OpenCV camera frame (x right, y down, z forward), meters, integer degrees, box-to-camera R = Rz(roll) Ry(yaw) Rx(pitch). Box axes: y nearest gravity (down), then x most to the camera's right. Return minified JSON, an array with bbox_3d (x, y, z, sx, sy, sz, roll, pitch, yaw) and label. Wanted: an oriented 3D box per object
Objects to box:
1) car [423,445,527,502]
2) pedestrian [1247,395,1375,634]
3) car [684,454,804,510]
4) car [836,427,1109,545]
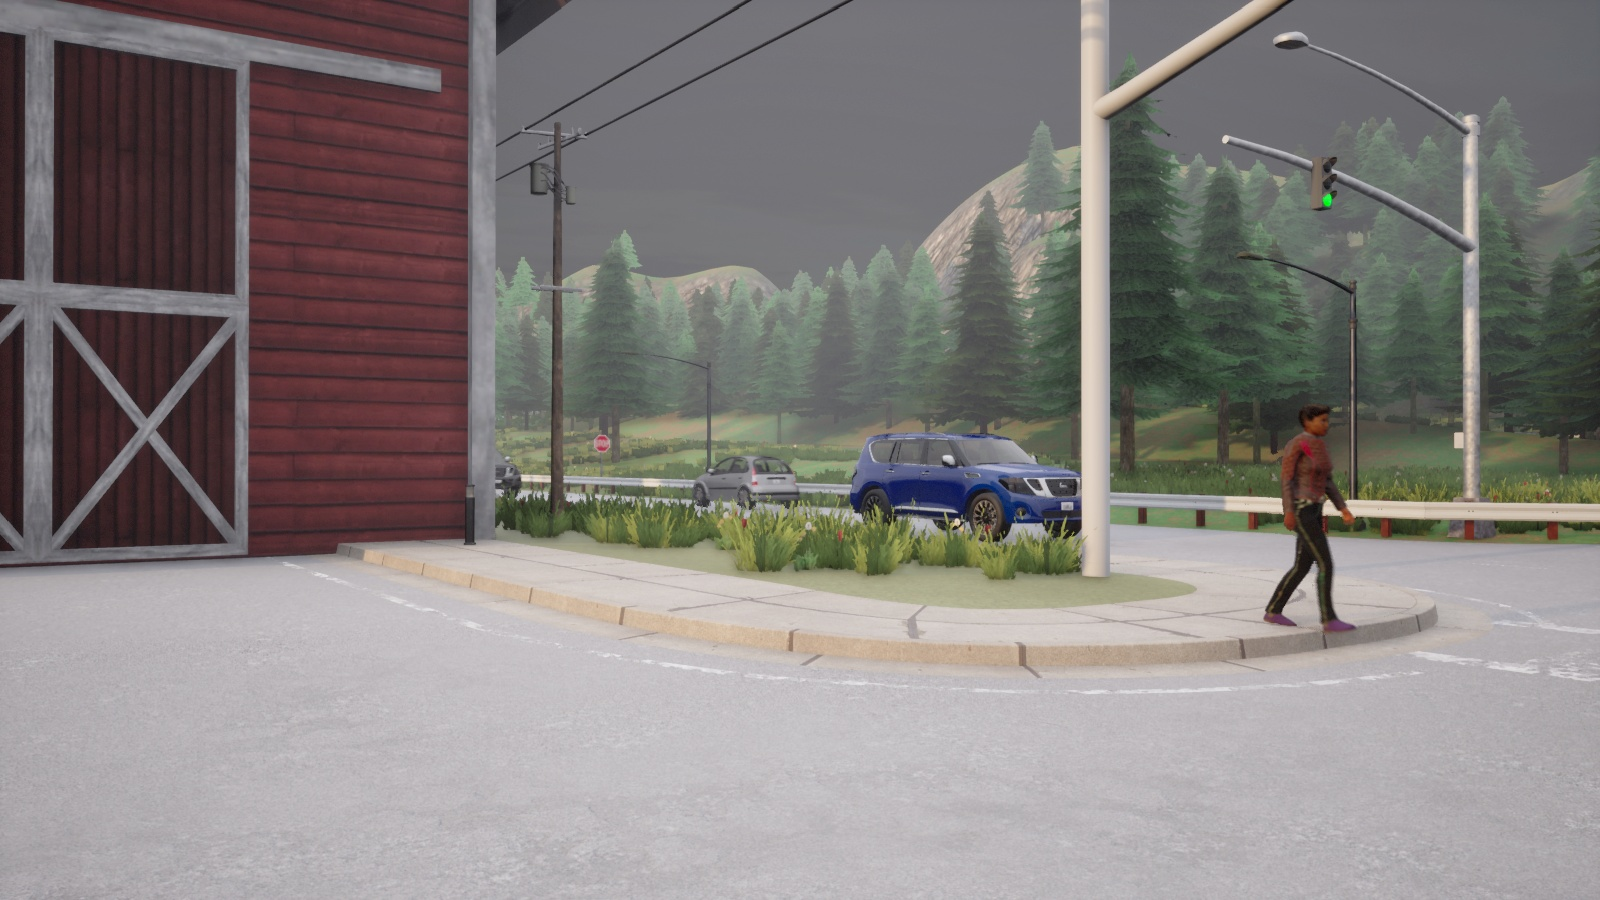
[{"bbox_3d":[-12.571,0.864,48.270,2.150,2.045,5.566,0,0,-34],"label":"car"},{"bbox_3d":[4.025,0.489,9.921,0.328,1.805,0.869,0,0,-39],"label":"pedestrian"},{"bbox_3d":[-1.775,0.935,38.433,1.851,1.617,3.988,0,0,-34],"label":"car"},{"bbox_3d":[3.208,0.646,24.696,2.150,2.045,5.566,0,0,-34],"label":"car"}]
